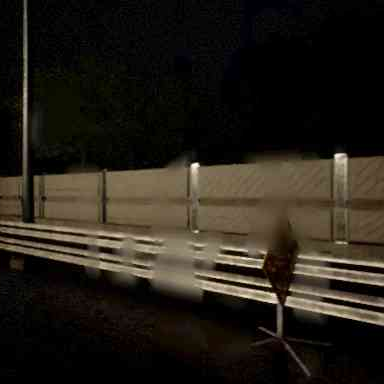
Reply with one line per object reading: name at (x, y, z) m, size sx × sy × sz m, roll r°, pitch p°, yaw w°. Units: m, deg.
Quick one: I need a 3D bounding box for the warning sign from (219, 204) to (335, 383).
warning sign at (1.147, 1.117, 4.332) m, size 1.060 × 1.860 × 1.300 m, roll -1°, pitch 0°, yaw 35°
